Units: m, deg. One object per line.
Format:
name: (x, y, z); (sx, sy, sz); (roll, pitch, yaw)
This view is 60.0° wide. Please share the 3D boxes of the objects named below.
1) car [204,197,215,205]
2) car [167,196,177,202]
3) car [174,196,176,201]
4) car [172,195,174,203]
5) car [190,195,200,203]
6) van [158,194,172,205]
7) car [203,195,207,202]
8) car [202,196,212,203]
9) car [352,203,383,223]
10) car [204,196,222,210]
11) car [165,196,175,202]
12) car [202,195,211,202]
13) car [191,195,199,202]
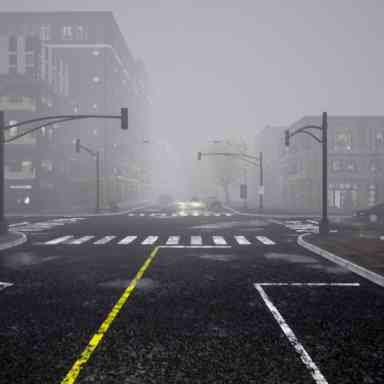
car: (3.192, 1.634, 60.717); (1.802, 1.307, 4.206); (0, 0, 0)
car: (-5.000, 1.655, 83.573); (2.008, 1.369, 4.403); (0, 0, 0)
car: (-5.095, 1.390, 72.181); (2.192, 1.841, 5.009); (0, 0, 0)
car: (-5.142, 1.645, 66.484); (1.802, 1.307, 4.206); (0, 0, 0)
car: (0.583, 1.540, 70.420); (1.882, 1.535, 5.008); (0, 0, 0)
van: (-5.189, 1.393, 60.788); (1.690, 1.788, 3.998); (0, 0, 0)
car: (3.097, 1.474, 49.323); (1.967, 1.590, 4.097); (0, 0, 0)
car: (3.286, 1.626, 72.109); (2.008, 1.369, 4.403); (0, 0, 0)
car: (15.031, 1.576, 25.846); (4.892, 1.490, 1.837); (0, 0, -2)
car: (3.050, 1.576, 43.626); (2.008, 1.369, 4.403); (0, 0, 0)
car: (-5.047, 1.655, 77.877); (1.947, 1.339, 4.313); (0, 0, 0)
car: (3.333, 1.529, 77.806); (1.967, 1.590, 4.097); (0, 0, 0)
car: (0.669, 1.533, 80.837); (1.812, 1.442, 4.674); (0, 0, 0)
